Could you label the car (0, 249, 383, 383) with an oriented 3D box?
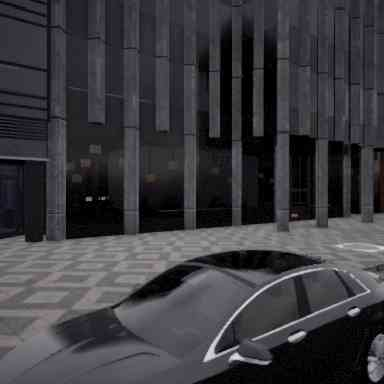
[{"bbox_3d":[0.480,1.505,3.722,4.892,1.490,1.837,0,0,-35],"label":"car"}]
